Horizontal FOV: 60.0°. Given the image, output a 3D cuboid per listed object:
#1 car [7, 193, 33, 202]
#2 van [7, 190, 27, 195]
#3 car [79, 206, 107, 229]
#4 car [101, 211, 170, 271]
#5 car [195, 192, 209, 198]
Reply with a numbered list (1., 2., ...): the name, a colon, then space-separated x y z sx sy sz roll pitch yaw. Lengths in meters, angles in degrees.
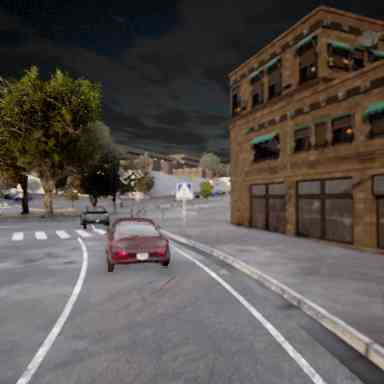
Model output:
1. car: -41.093 1.588 80.683 2.097 1.535 5.008 4 2 31
2. van: -42.907 1.176 83.102 1.878 1.987 4.442 4 2 31
3. car: -7.159 1.787 24.466 2.128 1.511 4.902 0 -1 -21
4. car: -1.965 1.577 11.159 1.812 1.442 4.674 0 -1 -16
5. car: 1.426 1.092 94.900 4.792 1.488 2.163 -3 2 12
